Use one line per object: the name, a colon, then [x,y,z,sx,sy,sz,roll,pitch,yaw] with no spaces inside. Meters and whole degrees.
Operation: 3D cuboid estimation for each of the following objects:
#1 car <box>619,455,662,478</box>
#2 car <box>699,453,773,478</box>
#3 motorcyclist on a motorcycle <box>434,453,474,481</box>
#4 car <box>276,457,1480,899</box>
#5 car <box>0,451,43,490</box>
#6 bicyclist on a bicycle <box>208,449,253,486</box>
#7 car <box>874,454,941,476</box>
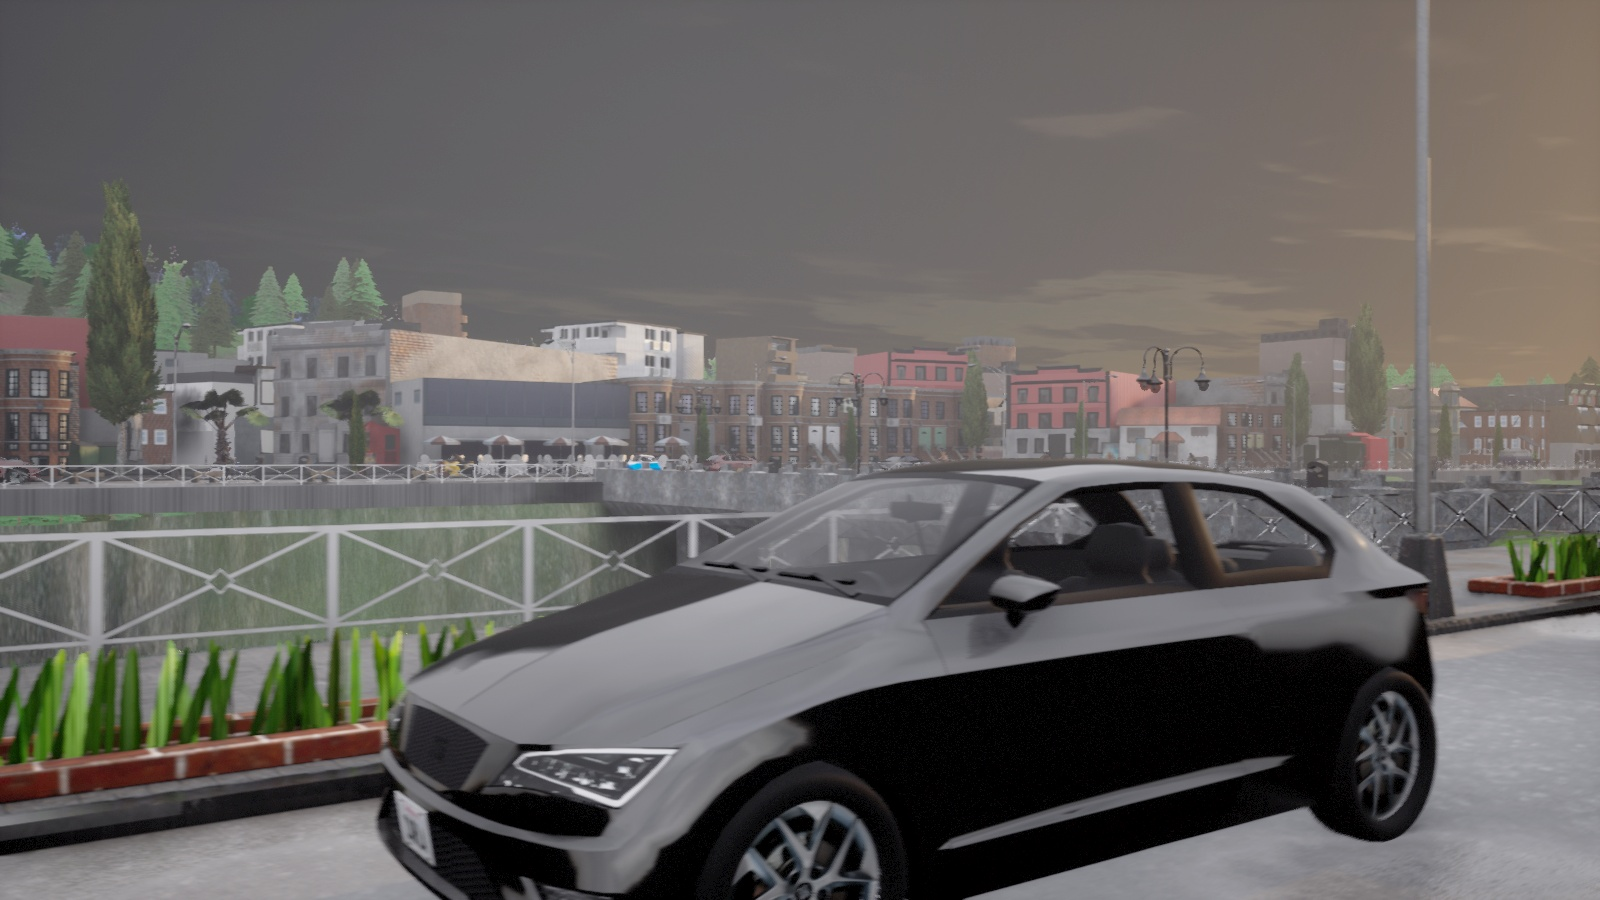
car: [-9.833,1.010,77.451,2.207,1.376,1.481,0,0,-35]
car: [-3.880,0.955,76.725,4.193,1.474,1.816,0,0,-35]
motorcyclist on a motorcycle: [-19.492,0.942,70.723,2.044,1.523,0.797,0,0,-35]
car: [0.502,0.769,4.618,4.193,1.474,1.816,0,0,-35]
car: [-35.778,0.884,54.503,4.856,1.649,2.033,0,0,-35]
bicyclist on a bicycle: [-27.371,0.821,60.361,1.843,1.776,0.659,0,0,-35]
car: [7.229,1.000,84.464,4.181,1.385,1.994,0,0,-35]
